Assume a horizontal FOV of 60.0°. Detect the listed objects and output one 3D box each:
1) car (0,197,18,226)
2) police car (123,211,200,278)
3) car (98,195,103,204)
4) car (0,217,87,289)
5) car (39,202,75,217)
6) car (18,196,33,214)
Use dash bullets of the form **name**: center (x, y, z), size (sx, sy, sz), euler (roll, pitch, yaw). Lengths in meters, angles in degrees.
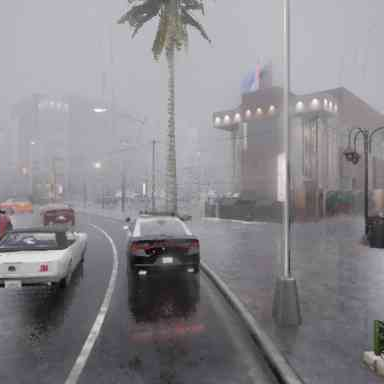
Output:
- **car**: center (-8.272, 1.213, 12.004), size (2.150, 2.045, 5.566), euler (0, 0, -15)
- **police car**: center (-1.110, 1.423, 10.451), size (1.930, 1.638, 5.238), euler (0, 0, -12)
- **car**: center (-14.576, 1.238, 56.454), size (4.553, 1.767, 2.185), euler (0, 0, 42)
- **car**: center (-4.032, 1.597, 8.979), size (1.895, 1.301, 4.718), euler (0, 0, -10)
- **car**: center (-9.497, 1.468, 23.248), size (1.882, 1.535, 5.008), euler (0, 0, -29)
- **car**: center (-18.297, 1.333, 34.557), size (2.097, 1.767, 4.553), euler (0, 0, -44)
